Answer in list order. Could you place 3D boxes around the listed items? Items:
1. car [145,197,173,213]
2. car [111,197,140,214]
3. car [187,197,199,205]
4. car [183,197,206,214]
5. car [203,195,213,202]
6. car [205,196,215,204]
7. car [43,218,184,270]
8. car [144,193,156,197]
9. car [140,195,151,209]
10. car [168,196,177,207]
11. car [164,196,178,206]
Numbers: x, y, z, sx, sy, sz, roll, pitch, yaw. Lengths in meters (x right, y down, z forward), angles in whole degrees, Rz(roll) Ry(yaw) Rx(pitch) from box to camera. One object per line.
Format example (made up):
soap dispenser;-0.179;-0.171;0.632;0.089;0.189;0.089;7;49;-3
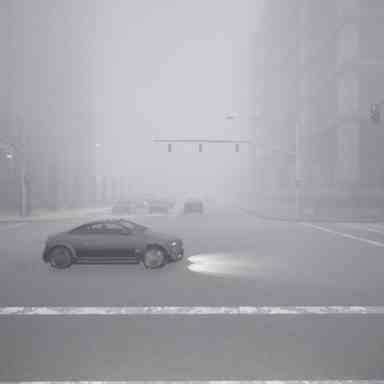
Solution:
car;-3.588;1.547;37.057;2.033;1.411;5.357;0;0;0
car;-7.089;1.504;34.889;1.837;1.490;4.892;0;0;0
car;0.119;1.564;59.039;1.994;1.385;4.181;0;0;0
car;0.128;1.477;34.740;1.882;1.535;5.008;0;0;0
car;3.524;1.507;73.669;1.812;1.442;4.674;0;0;0
car;3.521;1.491;64.594;2.128;1.511;4.902;0;0;0
car;-2.342;1.536;10.383;4.181;1.385;1.994;0;0;-1
car;-7.070;1.221;54.657;2.150;2.045;5.566;0;0;0
car;-7.083;1.504;44.293;1.837;1.490;4.892;0;0;0
car;-3.584;1.477;46.703;1.882;1.535;5.008;0;0;0
car;-3.565;1.491;57.066;2.128;1.511;4.902;0;0;0
